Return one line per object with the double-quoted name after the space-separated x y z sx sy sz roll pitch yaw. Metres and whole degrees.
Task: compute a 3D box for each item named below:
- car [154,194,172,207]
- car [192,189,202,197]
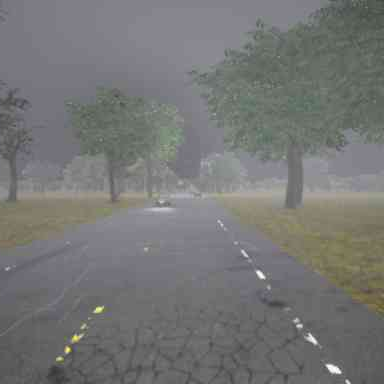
-3.492 0.990 40.825 2.128 1.511 4.902 0 1 0 "car"
1.421 0.500 81.602 1.812 1.442 4.674 0 1 0 "car"
